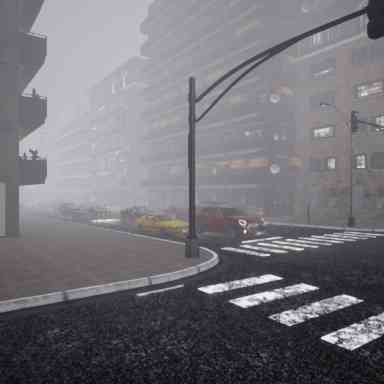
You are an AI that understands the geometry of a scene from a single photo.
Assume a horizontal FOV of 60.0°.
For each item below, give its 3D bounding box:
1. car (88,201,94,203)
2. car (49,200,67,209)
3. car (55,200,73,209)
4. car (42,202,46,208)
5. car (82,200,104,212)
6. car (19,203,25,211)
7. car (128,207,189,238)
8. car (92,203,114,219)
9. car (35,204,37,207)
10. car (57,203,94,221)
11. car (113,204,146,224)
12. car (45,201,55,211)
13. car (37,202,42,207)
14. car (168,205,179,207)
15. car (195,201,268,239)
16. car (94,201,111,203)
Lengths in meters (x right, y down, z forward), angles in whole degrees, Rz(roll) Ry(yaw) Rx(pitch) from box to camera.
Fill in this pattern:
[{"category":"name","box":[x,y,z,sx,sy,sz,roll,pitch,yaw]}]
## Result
[{"category":"car","box":[-16.163,2.425,49.497,2.033,1.411,5.357,0,-1,-36]},{"category":"car","box":[-28.574,2.623,70.833,2.192,1.841,5.009,-1,0,-36]},{"category":"car","box":[-16.299,2.163,44.318,2.097,1.767,4.553,0,-1,-36]},{"category":"car","box":[-31.904,2.973,75.409,1.947,1.339,4.313,-1,0,-36]},{"category":"car","box":[-16.458,2.307,55.013,2.097,1.767,4.553,0,-1,-36]},{"category":"car","box":[-31.942,2.770,61.290,1.887,1.381,4.507,-1,0,-36]},{"category":"car","box":[-1.817,1.833,19.961,1.752,1.417,4.829,-1,0,-36]},{"category":"car","box":[-10.304,2.192,36.048,1.994,1.385,4.181,0,-1,-36]},{"category":"car","box":[-38.572,3.168,84.565,1.947,1.339,4.313,-1,0,-36]},{"category":"car","box":[-11.925,2.163,33.829,1.887,1.381,4.507,-1,0,-36]},{"category":"car","box":[-4.410,1.939,27.940,2.128,1.511,4.902,0,-1,-36]},{"category":"car","box":[-25.282,2.755,62.004,1.895,1.301,4.718,0,-1,-36]},{"category":"car","box":[-35.241,3.049,79.986,1.887,1.381,4.507,-1,0,-36]},{"category":"car","box":[-1.880,2.045,34.219,1.887,1.381,4.507,-1,0,-36]},{"category":"car","box":[2.133,1.595,18.931,2.097,1.767,4.553,0,-1,-36]},{"category":"car","box":[-12.433,2.290,49.555,1.801,1.575,5.366,0,-1,-36]}]
